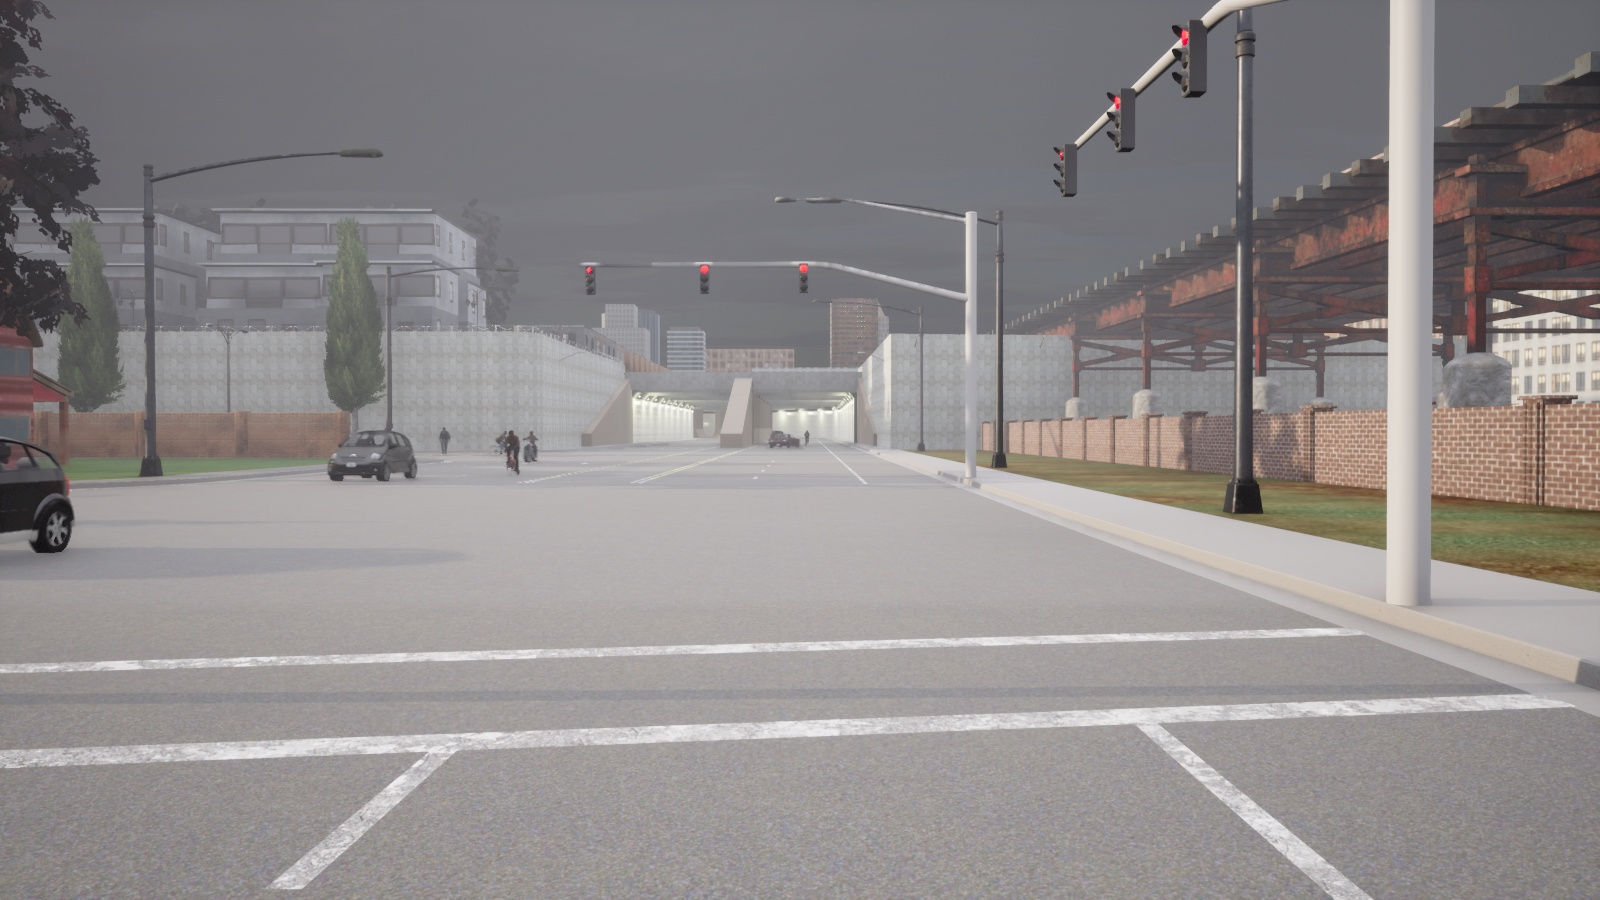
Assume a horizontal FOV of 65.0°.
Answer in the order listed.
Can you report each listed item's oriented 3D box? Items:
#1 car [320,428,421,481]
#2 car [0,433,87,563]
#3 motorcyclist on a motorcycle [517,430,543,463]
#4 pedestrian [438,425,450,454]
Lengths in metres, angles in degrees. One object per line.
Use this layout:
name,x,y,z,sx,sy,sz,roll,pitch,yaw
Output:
car,-13.761,0.116,40.465,1.851,1.617,3.988,0,1,0
car,-10.403,0.572,14.863,1.789,1.549,3.705,0,1,0
motorcyclist on a motorcycle,-13.608,-0.188,63.388,0.766,1.649,2.350,0,1,0
pedestrian,-23.044,-0.678,81.331,0.563,1.883,0.849,0,1,-4
